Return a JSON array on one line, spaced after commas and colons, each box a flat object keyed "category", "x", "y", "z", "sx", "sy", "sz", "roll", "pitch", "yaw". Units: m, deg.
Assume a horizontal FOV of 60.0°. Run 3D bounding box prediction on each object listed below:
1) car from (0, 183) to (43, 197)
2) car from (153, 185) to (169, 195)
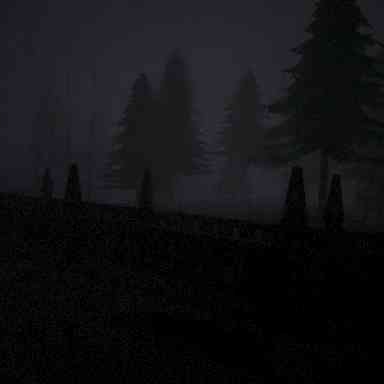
[{"category": "car", "x": -17.589, "y": 0.091, "z": 34.542, "sx": 1.895, "sy": 1.301, "sz": 4.718, "roll": 4, "pitch": 2, "yaw": 37}, {"category": "car", "x": -4.283, "y": -0.252, "z": 52.230, "sx": 2.150, "sy": 2.045, "sz": 5.566, "roll": 4, "pitch": 2, "yaw": 37}]
